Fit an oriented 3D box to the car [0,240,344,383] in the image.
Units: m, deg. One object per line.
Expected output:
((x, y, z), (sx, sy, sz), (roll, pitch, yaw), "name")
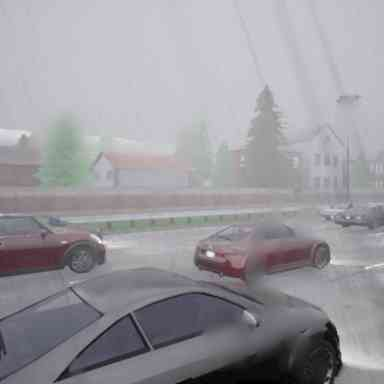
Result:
((-0.264, 1.556, 3.557), (4.181, 1.385, 1.994), (0, 0, -35), "car")

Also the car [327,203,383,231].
((10.742, 1.457, 19.998), (5.357, 1.411, 2.033), (0, 0, -35), "car")

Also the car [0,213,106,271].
((-4.694, 1.347, 8.996), (4.553, 1.767, 2.097), (0, 0, -35), "car")

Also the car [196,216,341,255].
((2.098, 1.532, 9.539), (4.181, 1.385, 1.994), (0, 0, -35), "car")

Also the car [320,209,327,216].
((11.853, 1.493, 25.088), (4.718, 1.301, 1.895), (0, 0, -35), "car")

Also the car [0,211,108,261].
((-5.589, 1.552, 12.655), (4.181, 1.385, 1.994), (0, 0, -35), "car")
